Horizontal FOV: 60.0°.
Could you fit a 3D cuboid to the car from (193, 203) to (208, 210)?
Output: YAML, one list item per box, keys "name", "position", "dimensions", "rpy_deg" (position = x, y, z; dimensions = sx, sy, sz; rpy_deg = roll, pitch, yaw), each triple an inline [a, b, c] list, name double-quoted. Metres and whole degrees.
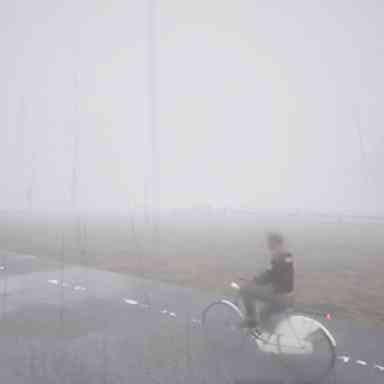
- name: "car"
  position: [1.837, 3.086, 71.467]
  dimensions: [1.837, 1.490, 4.892]
  rpy_deg: [-2, -3, 35]

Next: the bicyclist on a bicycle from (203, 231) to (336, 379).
- name: "bicyclist on a bicycle"
  position: [0.898, 1.390, 4.386]
  dimensions: [1.843, 1.776, 0.659]
  rpy_deg: [0, 0, 35]

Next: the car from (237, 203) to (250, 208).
- name: "car"
  position: [13.706, 3.663, 88.240]
  dimensions: [1.994, 1.385, 4.181]
  rpy_deg: [-2, -3, 35]

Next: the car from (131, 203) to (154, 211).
- name: "car"
  position: [-8.992, 2.779, 60.984]
  dimensions: [1.837, 1.490, 4.892]
  rpy_deg: [-2, -3, 36]
